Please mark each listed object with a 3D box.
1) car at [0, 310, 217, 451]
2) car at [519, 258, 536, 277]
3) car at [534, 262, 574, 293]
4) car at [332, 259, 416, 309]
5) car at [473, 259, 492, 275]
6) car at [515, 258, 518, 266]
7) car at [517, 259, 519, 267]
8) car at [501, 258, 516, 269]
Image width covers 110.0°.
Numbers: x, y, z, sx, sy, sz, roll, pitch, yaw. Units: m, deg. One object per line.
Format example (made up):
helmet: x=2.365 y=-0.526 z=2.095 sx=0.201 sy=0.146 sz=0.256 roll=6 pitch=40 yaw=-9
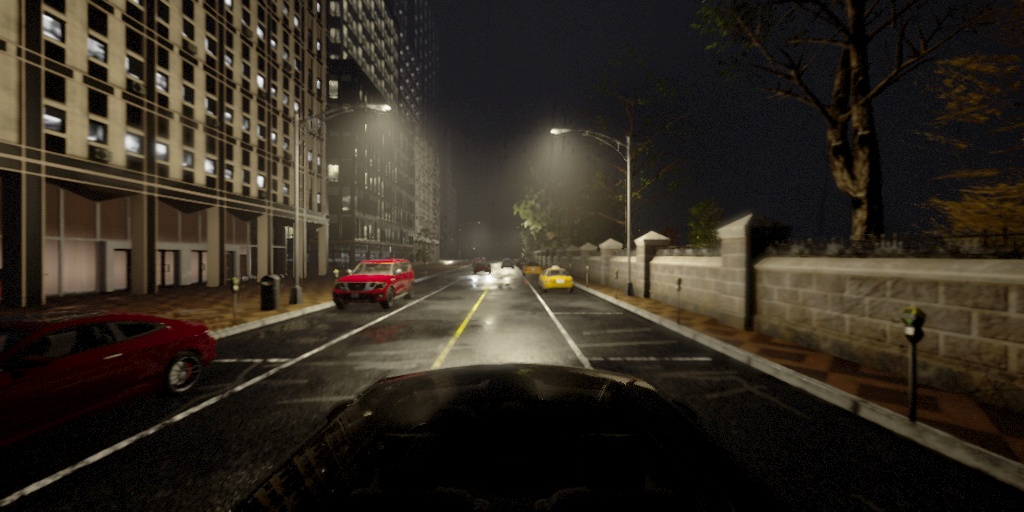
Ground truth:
car: x=-5.461 y=1.333 z=3.958 sx=1.802 sy=1.307 sz=4.207 roll=0 pitch=0 yaw=0
car: x=1.924 y=1.189 z=35.355 sx=1.801 sy=1.575 sz=5.366 roll=0 pitch=0 yaw=-1
car: x=2.467 y=1.267 z=20.781 sx=1.751 sy=1.417 sz=4.829 roll=0 pitch=0 yaw=-1
car: x=-5.507 y=1.062 z=15.053 sx=2.192 sy=1.841 sz=5.009 roll=0 pitch=0 yaw=0
car: x=-3.222 y=1.331 z=39.639 sx=1.895 sy=1.301 sz=4.718 roll=0 pitch=0 yaw=-1
car: x=1.908 y=1.281 z=53.899 sx=1.948 sy=1.339 sz=4.313 roll=0 pitch=0 yaw=-1
car: x=2.016 y=1.302 z=48.350 sx=1.802 sy=1.307 sz=4.207 roll=0 pitch=0 yaw=-1
car: x=-0.657 y=1.241 z=54.299 sx=1.812 sy=1.442 sz=4.674 roll=0 pitch=0 yaw=-1
